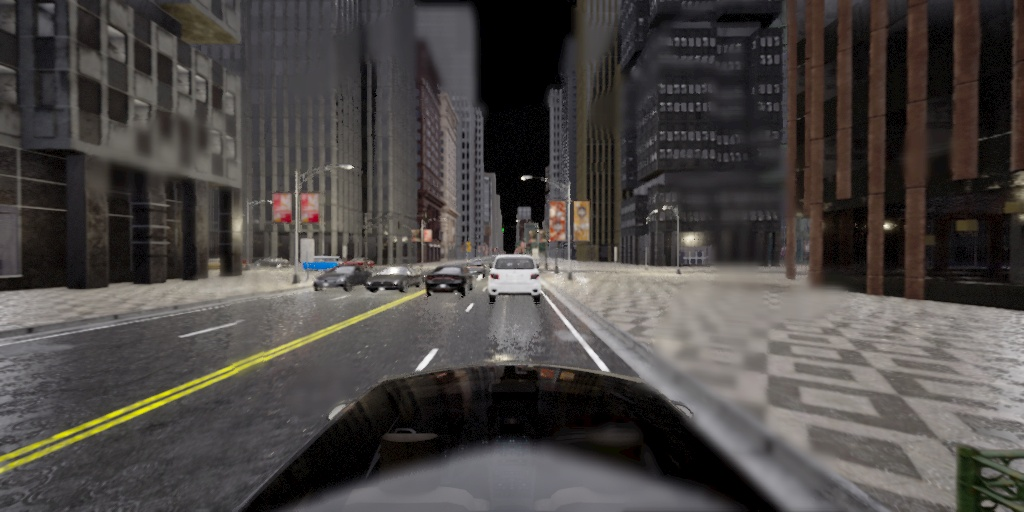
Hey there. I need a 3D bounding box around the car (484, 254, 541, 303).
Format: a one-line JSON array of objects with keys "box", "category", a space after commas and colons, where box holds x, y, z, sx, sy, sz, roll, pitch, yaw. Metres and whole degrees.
[{"box": [0.104, 0.947, 16.490, 2.150, 2.045, 5.566, 0, 0, 0], "category": "car"}]

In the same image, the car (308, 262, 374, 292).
[{"box": [-9.754, 1.244, 21.140, 1.812, 1.442, 4.674, 0, 0, 0], "category": "car"}]

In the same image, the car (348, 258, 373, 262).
[{"box": [-20.643, 0.941, 47.888, 4.097, 1.591, 1.967, 0, 0, 0], "category": "car"}]

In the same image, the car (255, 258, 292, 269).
[{"box": [-31.892, 0.950, 47.928, 4.403, 1.370, 2.007, 0, 0, 0], "category": "car"}]

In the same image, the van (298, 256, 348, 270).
[{"box": [-20.673, 0.919, 39.363, 3.998, 1.789, 1.690, 0, 0, 0], "category": "van"}]

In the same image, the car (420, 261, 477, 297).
[{"box": [-3.144, 1.199, 18.781, 1.882, 1.535, 5.008, 0, 0, 0], "category": "car"}]

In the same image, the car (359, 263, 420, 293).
[{"box": [-6.507, 1.266, 20.607, 2.033, 1.411, 5.357, 0, 0, 0], "category": "car"}]

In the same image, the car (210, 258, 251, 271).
[{"box": [-31.751, 1.003, 39.402, 4.829, 1.417, 1.751, 0, 0, 0], "category": "car"}]

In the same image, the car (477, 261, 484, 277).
[{"box": [-3.538, 1.191, 34.206, 2.128, 1.511, 4.902, 0, 0, -7], "category": "car"}]
